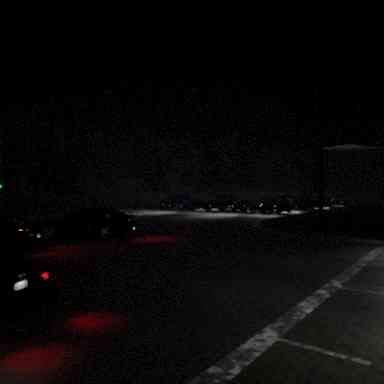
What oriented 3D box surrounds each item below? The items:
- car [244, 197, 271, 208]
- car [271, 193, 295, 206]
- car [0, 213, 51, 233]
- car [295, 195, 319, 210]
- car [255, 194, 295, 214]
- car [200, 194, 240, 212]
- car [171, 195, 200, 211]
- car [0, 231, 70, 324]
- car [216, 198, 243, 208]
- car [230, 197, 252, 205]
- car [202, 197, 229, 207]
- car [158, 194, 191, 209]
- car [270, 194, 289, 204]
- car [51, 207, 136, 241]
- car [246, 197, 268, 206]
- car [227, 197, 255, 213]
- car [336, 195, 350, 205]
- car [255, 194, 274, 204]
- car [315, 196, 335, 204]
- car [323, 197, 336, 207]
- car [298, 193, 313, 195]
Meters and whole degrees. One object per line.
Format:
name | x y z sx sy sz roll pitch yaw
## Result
car | 9.521 1.487 48.149 1.882 1.535 5.008 0 0 36
car | 15.440 1.230 56.235 2.150 2.045 5.566 0 0 36
car | -8.320 1.534 12.954 4.674 1.442 1.812 0 0 -2
car | 14.233 1.497 42.741 2.128 1.511 4.902 0 0 36
car | 8.868 1.358 35.335 2.097 1.767 4.553 0 0 36
car | 3.642 1.231 40.059 2.150 2.045 5.566 0 0 35
car | 0.140 1.504 41.179 2.128 1.511 4.902 0 0 36
car | -5.195 1.552 6.034 5.357 1.411 2.033 0 0 15
car | 5.585 1.612 48.681 1.895 1.301 4.718 0 0 36
car | 8.718 1.614 58.823 1.895 1.301 4.718 0 0 36
car | 3.724 1.518 52.046 1.837 1.490 4.892 0 0 36
car | -2.044 1.235 44.142 2.150 2.045 5.566 0 0 35
car | 16.897 1.362 64.055 2.097 1.767 4.553 0 0 37
car | -5.238 1.513 16.433 4.892 1.490 1.837 0 -1 7
car | 10.954 1.575 56.014 1.994 1.385 4.181 0 0 36
car | 6.285 1.609 37.737 1.895 1.301 4.718 0 0 36
car | 26.062 1.356 58.468 2.097 1.767 4.553 0 0 39
car | 14.631 1.364 66.810 2.097 1.767 4.553 0 0 37
car | 25.168 1.570 62.855 1.994 1.385 4.181 0 0 44
car | 19.931 1.569 50.596 1.994 1.385 4.181 0 0 35
car | 18.330 1.228 54.296 2.150 2.045 5.566 0 0 36
